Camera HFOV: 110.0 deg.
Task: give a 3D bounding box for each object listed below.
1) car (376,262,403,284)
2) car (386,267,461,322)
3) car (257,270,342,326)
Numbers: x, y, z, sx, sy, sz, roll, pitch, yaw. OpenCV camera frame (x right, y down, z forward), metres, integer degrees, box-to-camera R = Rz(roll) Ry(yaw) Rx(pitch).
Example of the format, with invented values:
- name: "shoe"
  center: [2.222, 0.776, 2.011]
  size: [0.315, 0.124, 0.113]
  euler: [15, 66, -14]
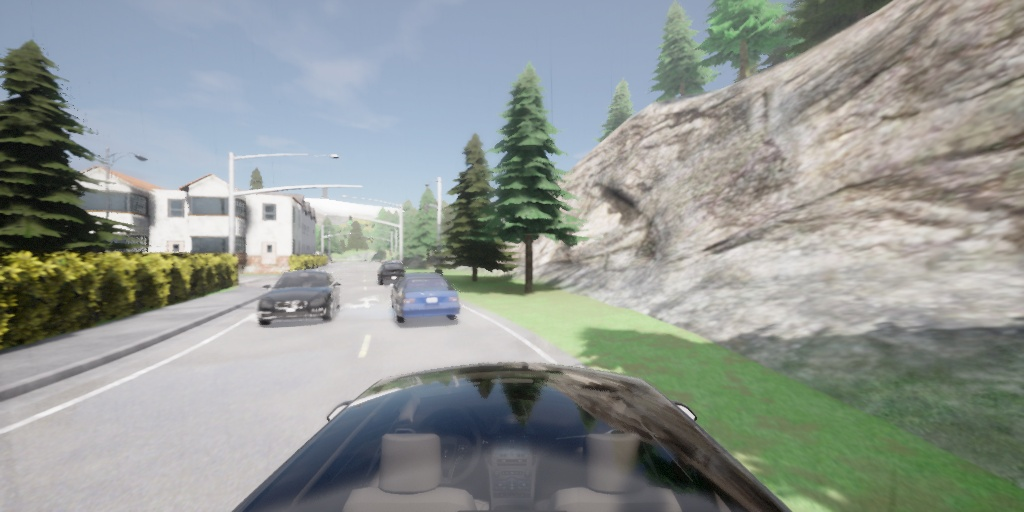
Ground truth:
- name: "car"
  center: [-8.885, 1.206, 26.513]
  size: [1.837, 1.490, 4.892]
  euler: [0, 1, -22]
- name: "car"
  center: [-3.117, 1.275, 12.364]
  size: [2.033, 1.411, 5.357]
  euler: [0, 0, -21]
- name: "car"
  center: [-6.831, 1.239, 11.948]
  size: [1.837, 1.490, 4.892]
  euler: [0, -1, -21]
